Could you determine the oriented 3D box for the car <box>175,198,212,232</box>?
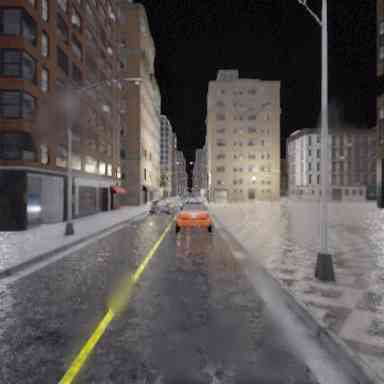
[{"bbox_3d":[0.099,1.383,20.605,2.097,1.767,4.553,0,0,0],"label":"car"}]

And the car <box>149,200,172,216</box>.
[{"bbox_3d":[-3.093,1.577,33.020,1.812,1.442,4.674,0,0,0],"label":"car"}]
